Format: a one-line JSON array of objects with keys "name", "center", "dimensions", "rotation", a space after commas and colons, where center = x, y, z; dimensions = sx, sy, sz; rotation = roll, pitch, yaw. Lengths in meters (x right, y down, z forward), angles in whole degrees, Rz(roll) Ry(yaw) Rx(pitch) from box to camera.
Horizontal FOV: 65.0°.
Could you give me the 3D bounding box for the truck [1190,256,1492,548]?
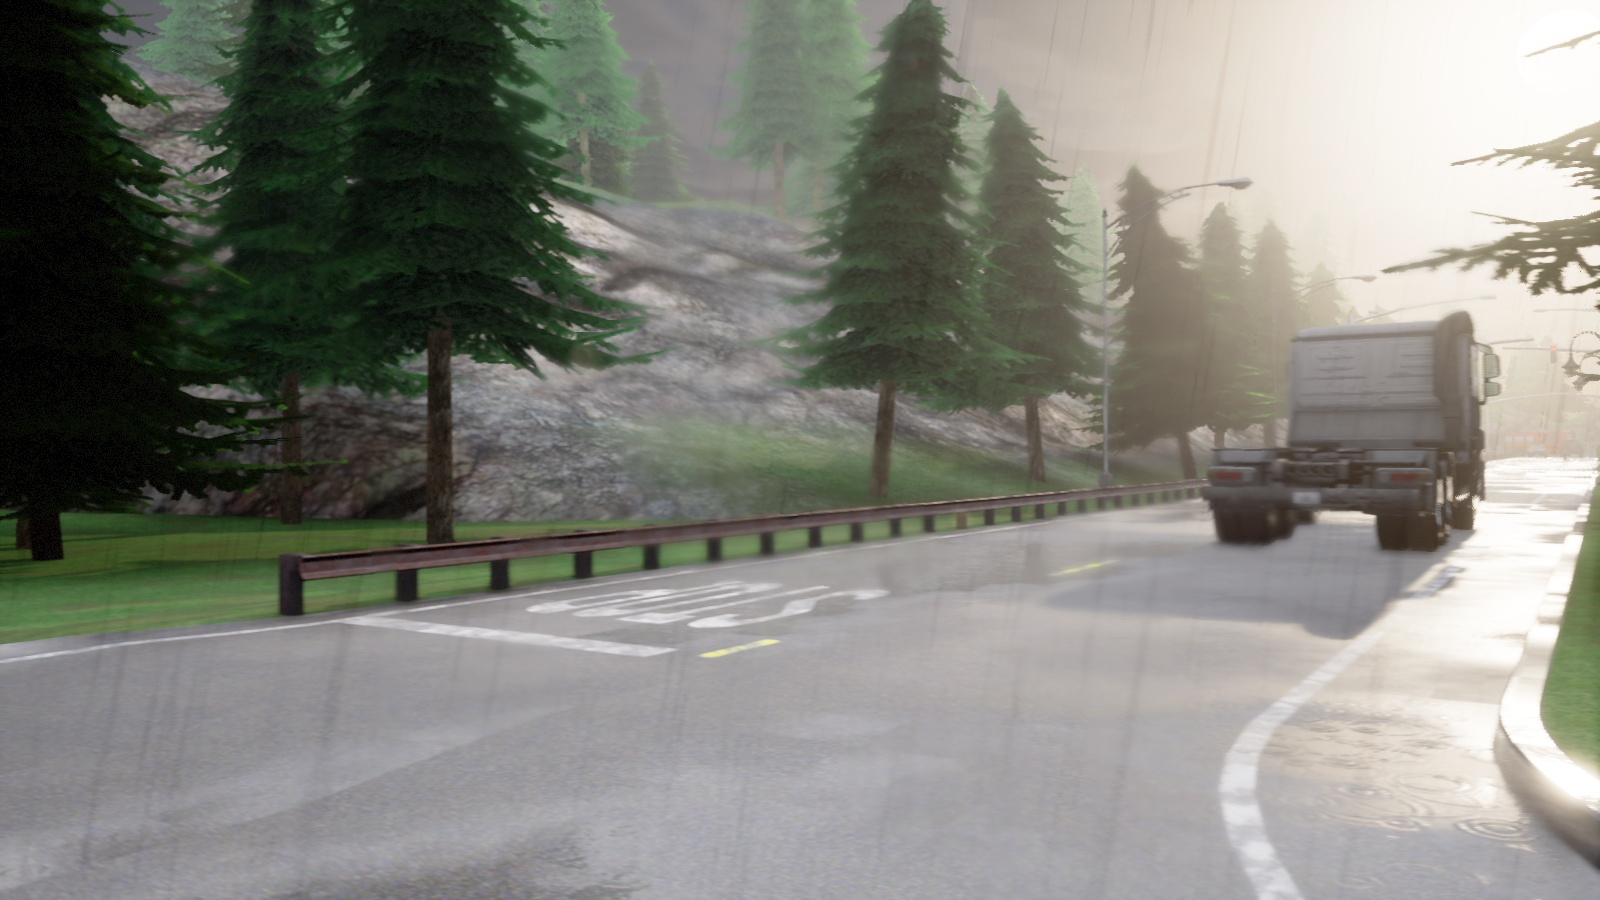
[{"name": "truck", "center": [8.500, -0.598, 19.023], "dimensions": [2.891, 3.462, 7.936], "rotation": [-1, 0, 33]}]
